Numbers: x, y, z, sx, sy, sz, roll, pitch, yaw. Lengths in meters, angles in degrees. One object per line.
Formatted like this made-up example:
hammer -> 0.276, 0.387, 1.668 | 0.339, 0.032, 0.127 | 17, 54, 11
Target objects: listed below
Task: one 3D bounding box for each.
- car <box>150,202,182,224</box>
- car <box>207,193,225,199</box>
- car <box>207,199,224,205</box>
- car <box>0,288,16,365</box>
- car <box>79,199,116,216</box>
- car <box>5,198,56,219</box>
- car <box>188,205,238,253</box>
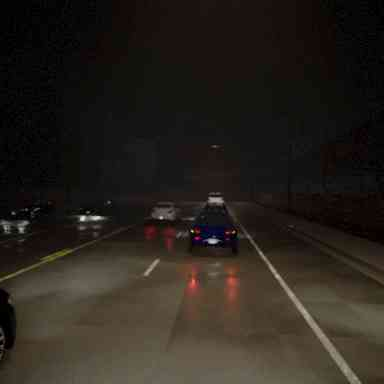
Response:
car -> -1.822, 1.424, 23.815 | 1.812, 1.442, 4.674 | 1, 0, 4
car -> 3.157, 1.123, 44.500 | 2.150, 2.045, 5.566 | 1, 0, 4
car -> 2.010, 1.538, 28.347 | 1.895, 1.301, 4.718 | 1, 0, 4
car -> -3.329, 1.437, 2.418 | 2.128, 1.511, 4.902 | 1, 0, 4
car -> -8.551, 1.330, 30.632 | 2.033, 1.411, 5.357 | 1, 0, 4
car -> -12.396, 1.235, 25.862 | 2.128, 1.511, 4.902 | 1, 0, 4
car -> 0.870, 1.494, 13.596 | 1.812, 1.442, 4.674 | 1, 0, 4
